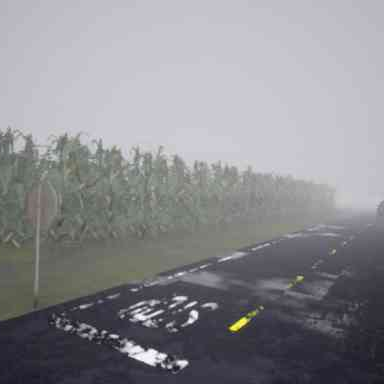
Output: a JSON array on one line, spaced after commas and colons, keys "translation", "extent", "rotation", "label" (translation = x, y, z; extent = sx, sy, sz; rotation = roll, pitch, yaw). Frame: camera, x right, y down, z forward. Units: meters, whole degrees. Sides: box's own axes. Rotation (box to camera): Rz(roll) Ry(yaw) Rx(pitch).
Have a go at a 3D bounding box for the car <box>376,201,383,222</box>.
[{"translation": [19.738, 1.916, 33.066], "extent": [2.150, 2.045, 5.566], "rotation": [2, 0, 33], "label": "car"}]
